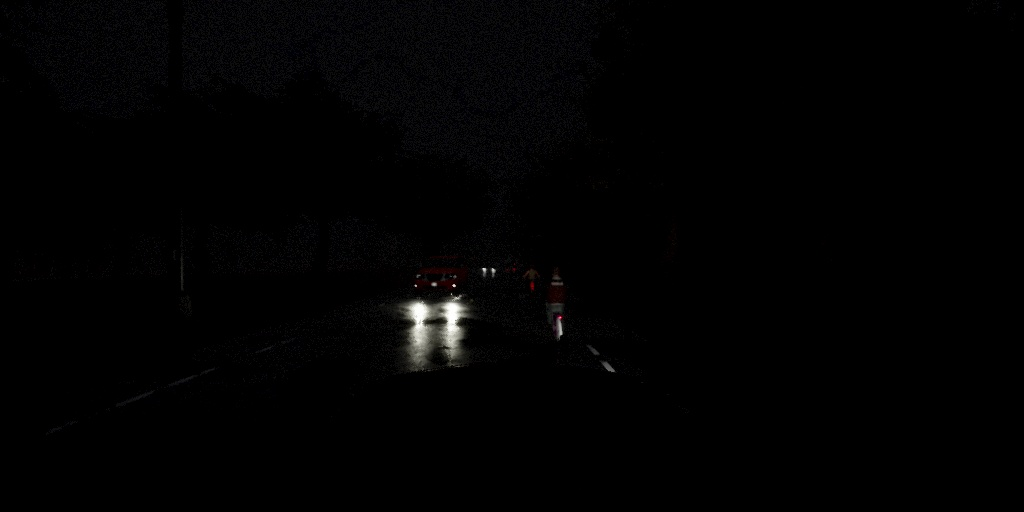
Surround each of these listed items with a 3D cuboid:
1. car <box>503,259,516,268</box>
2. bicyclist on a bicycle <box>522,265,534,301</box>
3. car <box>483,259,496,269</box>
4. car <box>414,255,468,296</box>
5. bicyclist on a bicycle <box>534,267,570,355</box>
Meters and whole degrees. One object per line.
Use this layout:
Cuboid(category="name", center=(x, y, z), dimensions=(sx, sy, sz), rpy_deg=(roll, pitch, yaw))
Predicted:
Cuboid(category="car", center=(-0.217, 1.448, 62.873), dimensions=(1.895, 1.301, 4.718), rpy_deg=(0, 0, 0))
Cuboid(category="bicyclist on a bicycle", center=(0.889, 1.194, 16.278), dimensions=(0.866, 1.612, 1.509), rpy_deg=(0, 0, 0))
Cuboid(category="car", center=(-3.873, 1.346, 61.135), dimensions=(1.837, 1.490, 4.892), rpy_deg=(0, 0, 0))
Cuboid(category="car", center=(-3.692, 0.981, 19.697), dimensions=(2.150, 2.045, 5.566), rpy_deg=(0, 0, 0))
Cuboid(category="bicyclist on a bicycle", center=(0.932, 1.122, 7.796), dimensions=(0.659, 1.776, 1.843), rpy_deg=(0, 0, 0))
